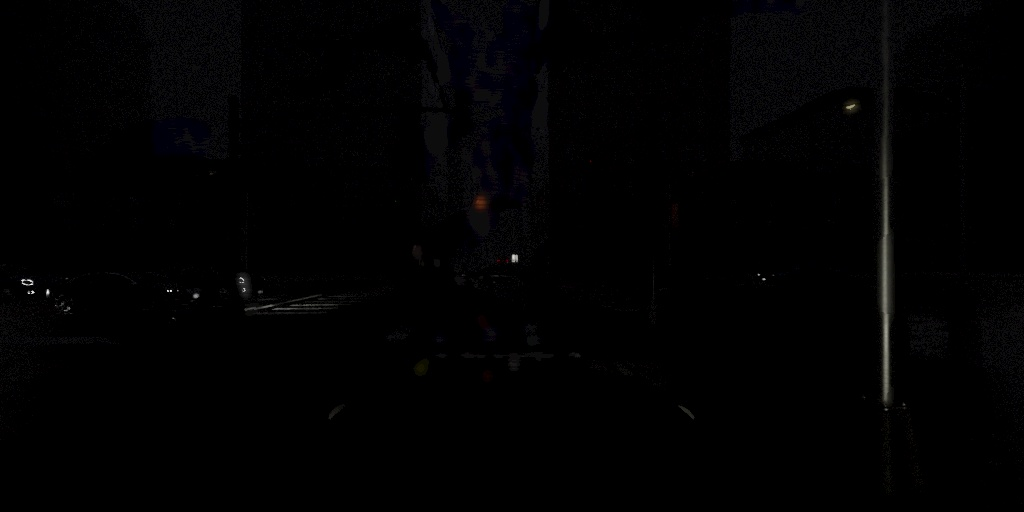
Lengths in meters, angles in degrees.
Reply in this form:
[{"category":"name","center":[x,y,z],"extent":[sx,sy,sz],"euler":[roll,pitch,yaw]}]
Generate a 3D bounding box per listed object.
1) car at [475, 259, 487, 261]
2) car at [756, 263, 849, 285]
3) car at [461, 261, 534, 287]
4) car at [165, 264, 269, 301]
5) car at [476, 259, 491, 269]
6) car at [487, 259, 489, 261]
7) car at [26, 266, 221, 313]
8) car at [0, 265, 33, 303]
[{"category":"car","center":[-4.005,1.260,37.534],"extent":[2.128,1.511,4.902],"euler":[0,0,-2]},{"category":"car","center":[20.069,1.209,24.858],"extent":[5.357,1.411,2.033],"euler":[0,0,-2]},{"category":"car","center":[-0.961,1.263,24.195],"extent":[4.892,1.490,1.837],"euler":[1,0,-2]},{"category":"car","center":[-14.250,1.148,17.072],"extent":[4.553,1.767,2.097],"euler":[0,0,-2]},{"category":"car","center":[-4.594,1.284,58.892],"extent":[2.128,1.511,4.902],"euler":[0,0,-1]},{"category":"car","center":[-4.293,1.285,47.913],"extent":[1.837,1.490,4.892],"euler":[0,0,-2]},{"category":"car","center":[-14.652,1.290,13.804],"extent":[4.902,1.511,2.128],"euler":[0,0,-2]},{"category":"car","center":[-23.586,1.184,16.780],"extent":[4.553,1.767,2.097],"euler":[0,0,-2]}]
